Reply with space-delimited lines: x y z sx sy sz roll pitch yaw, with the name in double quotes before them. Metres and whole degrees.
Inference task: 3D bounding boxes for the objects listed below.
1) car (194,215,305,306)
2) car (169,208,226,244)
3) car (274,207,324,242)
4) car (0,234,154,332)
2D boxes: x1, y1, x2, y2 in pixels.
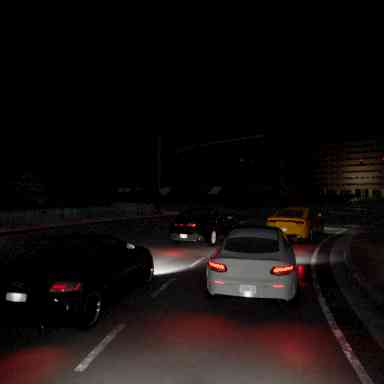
"car" 1.539 1.526 8.032 1.812 1.442 4.674 0 0 14
"car" 0.636 1.505 15.441 1.837 1.490 4.892 0 0 24
"car" 5.237 1.478 16.536 1.882 1.535 5.008 0 0 30
"car" -2.255 1.564 7.010 1.994 1.385 4.181 0 0 12
